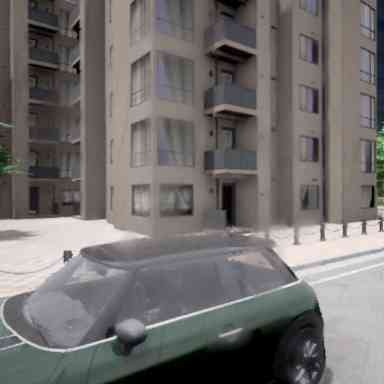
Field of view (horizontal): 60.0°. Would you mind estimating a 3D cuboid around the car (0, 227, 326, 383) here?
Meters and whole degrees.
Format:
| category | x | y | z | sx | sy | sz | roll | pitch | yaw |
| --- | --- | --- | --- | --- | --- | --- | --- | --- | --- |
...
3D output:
| category | x | y | z | sx | sy | sz | roll | pitch | yaw |
| --- | --- | --- | --- | --- | --- | --- | --- | --- | --- |
| car | -0.660 | 1.344 | 3.512 | 4.553 | 1.767 | 2.097 | 0 | 0 | -35 |
